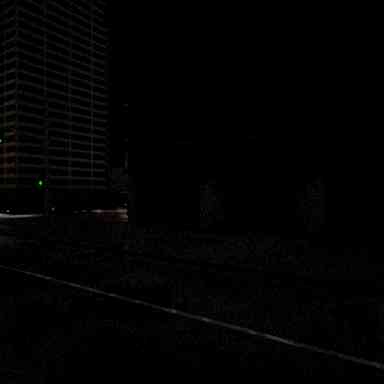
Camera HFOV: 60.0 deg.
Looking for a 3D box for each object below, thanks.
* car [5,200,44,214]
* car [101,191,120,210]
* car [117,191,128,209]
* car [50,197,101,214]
[{"bbox_3d":[-17.074,1.546,35.855,2.033,1.411,5.357,0,0,35],"label":"car"},{"bbox_3d":[-10.946,1.220,44.578,2.150,2.045,5.566,0,0,35],"label":"car"},{"bbox_3d":[-6.798,1.221,44.384,2.150,2.045,5.566,0,0,36],"label":"car"},{"bbox_3d":[-12.762,1.491,35.904,2.128,1.511,4.902,0,0,35],"label":"car"}]
